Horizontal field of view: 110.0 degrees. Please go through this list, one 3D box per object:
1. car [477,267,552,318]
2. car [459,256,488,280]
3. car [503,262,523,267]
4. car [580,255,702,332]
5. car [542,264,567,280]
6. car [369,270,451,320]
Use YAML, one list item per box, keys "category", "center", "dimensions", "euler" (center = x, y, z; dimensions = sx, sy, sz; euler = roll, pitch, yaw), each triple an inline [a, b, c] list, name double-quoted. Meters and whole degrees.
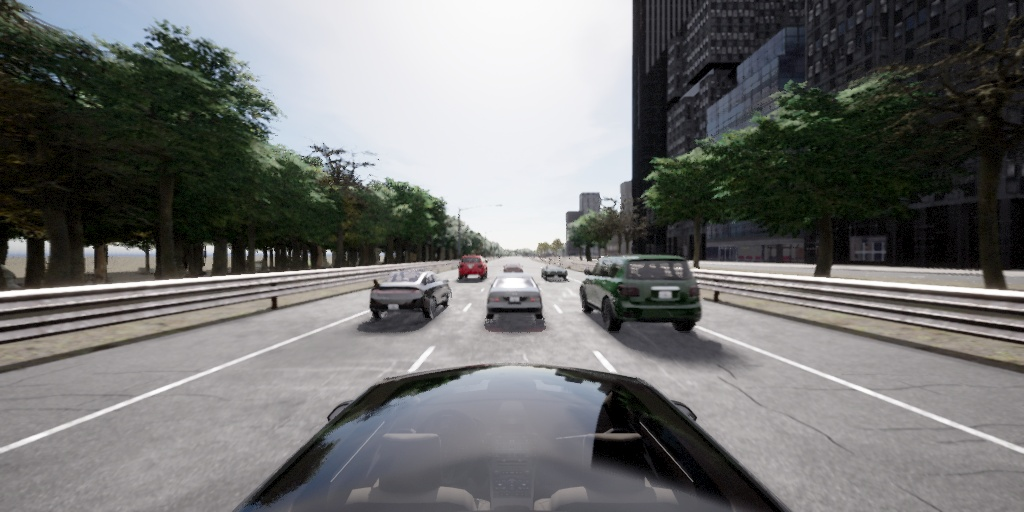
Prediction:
- category: "car"
  center: [0.086, 1.313, 13.010]
  dimensions: [2.033, 1.411, 5.357]
  euler: [0, 0, 0]
- category: "car"
  center: [-3.405, 0.997, 32.063]
  dimensions: [2.150, 2.045, 5.566]
  euler: [0, 0, 0]
- category: "car"
  center: [0.095, 1.302, 33.873]
  dimensions: [1.812, 1.442, 4.674]
  euler: [0, 0, 0]
- category: "car"
  center: [3.577, 0.987, 11.015]
  dimensions: [2.150, 2.045, 5.566]
  euler: [0, 0, 0]
- category: "car"
  center: [3.593, 1.377, 31.379]
  dimensions: [1.895, 1.301, 4.718]
  euler: [0, 0, 0]
- category: "car"
  center: [-3.418, 1.258, 12.792]
  dimensions: [2.128, 1.511, 4.902]
  euler: [0, 0, 0]
